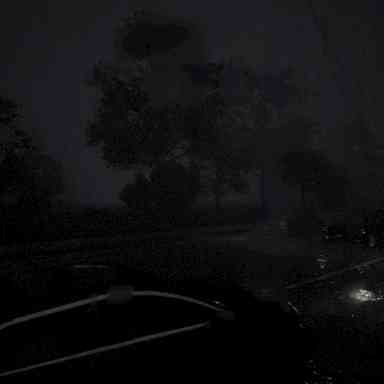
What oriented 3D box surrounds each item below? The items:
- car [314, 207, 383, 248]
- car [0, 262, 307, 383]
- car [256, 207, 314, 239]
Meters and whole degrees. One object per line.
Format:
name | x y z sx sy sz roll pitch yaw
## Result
car | 7.749 1.480 14.998 5.008 1.535 1.882 0 0 -42
car | -0.850 1.497 3.281 4.902 1.511 2.128 0 0 -36
car | 5.304 1.532 17.500 4.674 1.442 1.812 0 0 -42
